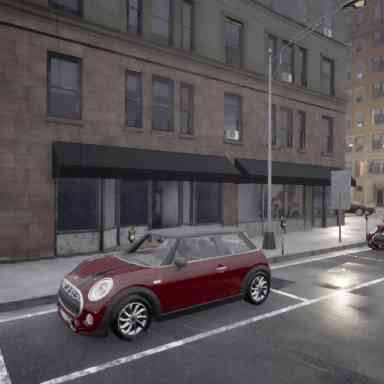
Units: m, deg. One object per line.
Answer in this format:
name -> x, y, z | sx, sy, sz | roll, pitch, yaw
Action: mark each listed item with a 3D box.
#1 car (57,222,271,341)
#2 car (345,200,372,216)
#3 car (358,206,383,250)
car -> -0.406, 1.441, 6.456 | 4.097, 1.590, 1.967 | 0, 0, -35
car -> 14.774, 1.403, 31.720 | 1.882, 1.535, 5.008 | 1, 0, -37
car -> 8.555, 1.445, 12.813 | 4.097, 1.590, 1.967 | 0, 0, -35
